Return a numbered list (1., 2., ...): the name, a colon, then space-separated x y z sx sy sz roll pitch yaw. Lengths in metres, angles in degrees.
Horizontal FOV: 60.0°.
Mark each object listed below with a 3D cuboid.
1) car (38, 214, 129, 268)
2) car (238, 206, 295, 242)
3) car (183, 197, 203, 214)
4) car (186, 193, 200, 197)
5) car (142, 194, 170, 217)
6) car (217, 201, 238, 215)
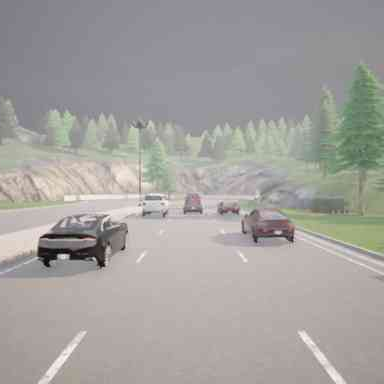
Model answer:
1. car: -3.399 1.491 11.228 2.128 1.511 4.902 0 0 0
2. car: 3.603 1.522 16.176 1.812 1.442 4.674 0 0 0
3. car: 0.103 1.556 35.153 1.994 1.385 4.181 0 0 0
4. car: 0.099 1.211 44.578 2.150 2.045 5.566 0 0 0
5. car: -3.397 1.213 31.705 2.150 2.045 5.566 0 0 0
6. car: 3.604 1.593 33.728 1.895 1.301 4.718 0 0 0
